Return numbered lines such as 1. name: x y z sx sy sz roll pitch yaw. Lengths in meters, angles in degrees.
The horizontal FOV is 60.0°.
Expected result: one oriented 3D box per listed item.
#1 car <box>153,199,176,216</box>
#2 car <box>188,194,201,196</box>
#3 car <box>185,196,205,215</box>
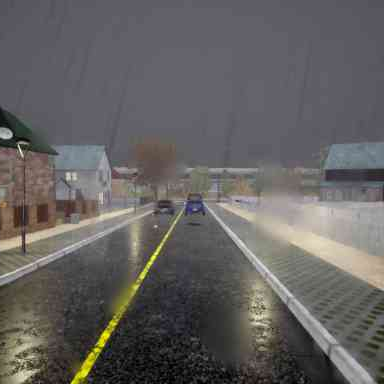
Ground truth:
1. car: -2.632 1.498 32.692 1.837 1.490 4.892 0 -1 1
2. car: 0.348 1.220 43.749 2.150 2.045 5.566 0 0 0
3. car: 0.290 1.469 33.464 1.882 1.535 5.008 0 0 1
